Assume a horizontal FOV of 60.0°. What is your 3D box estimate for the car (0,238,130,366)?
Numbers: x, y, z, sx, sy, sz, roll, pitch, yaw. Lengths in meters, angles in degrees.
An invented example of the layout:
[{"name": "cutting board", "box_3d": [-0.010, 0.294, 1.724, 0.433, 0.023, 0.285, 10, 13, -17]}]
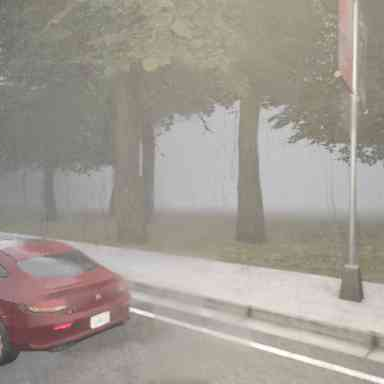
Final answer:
[{"name": "car", "box_3d": [-3.093, 1.541, 5.769, 4.674, 1.442, 1.812, 0, 0, 35]}]
